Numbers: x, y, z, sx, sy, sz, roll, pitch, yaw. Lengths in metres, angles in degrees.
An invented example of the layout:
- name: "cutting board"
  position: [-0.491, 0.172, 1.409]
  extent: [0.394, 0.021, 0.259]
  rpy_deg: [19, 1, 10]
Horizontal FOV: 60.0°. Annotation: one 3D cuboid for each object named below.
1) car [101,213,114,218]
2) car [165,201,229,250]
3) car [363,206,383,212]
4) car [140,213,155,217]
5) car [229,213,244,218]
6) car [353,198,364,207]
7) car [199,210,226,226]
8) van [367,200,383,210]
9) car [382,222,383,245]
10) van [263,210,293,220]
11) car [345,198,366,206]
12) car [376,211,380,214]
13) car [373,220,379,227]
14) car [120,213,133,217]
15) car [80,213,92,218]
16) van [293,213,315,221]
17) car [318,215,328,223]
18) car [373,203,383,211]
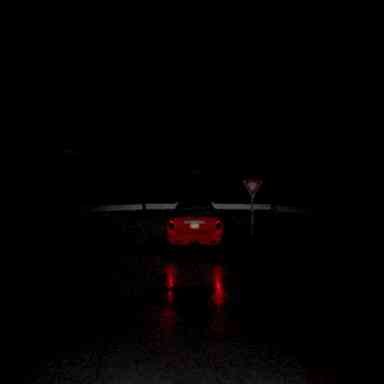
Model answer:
- name: "car"
  position: [-12.027, 3.719, 46.834]
  extent: [2.097, 1.535, 5.008]
  rpy_deg: [-1, 1, -18]
- name: "car"
  position: [0.099, 1.135, 13.360]
  extent: [2.097, 1.767, 4.553]
  rpy_deg: [0, 1, 0]
- name: "car"
  position: [26.399, 3.487, 45.660]
  extent: [2.435, 2.045, 5.566]
  rpy_deg: [-1, 1, -18]
- name: "car"
  position: [-6.100, 3.753, 46.627]
  extent: [2.163, 1.488, 4.792]
  rpy_deg: [0, 1, -18]
- name: "car"
  position: [5.721, 3.731, 46.284]
  extent: [2.231, 1.521, 4.892]
  rpy_deg: [-1, 1, -18]
- name: "car"
  position: [41.248, 2.694, 78.898]
  extent: [4.553, 1.767, 2.185]
  rpy_deg: [-1, 1, -17]
- name: "car"
  position: [2.748, 3.602, 46.403]
  extent: [2.185, 1.767, 4.553]
  rpy_deg: [0, 1, -18]
- name: "van"
  position: [40.824, 2.760, 72.863]
  extent: [4.442, 1.987, 1.878]
  rpy_deg: [-1, 2, -17]
- name: "car"
  position: [19.819, 3.953, 28.868]
  extent: [2.435, 2.045, 5.566]
  rpy_deg: [-1, 2, -18]
- name: "van"
  position: [11.589, 3.505, 46.208]
  extent: [1.878, 1.987, 4.442]
  rpy_deg: [-1, 1, -18]
- name: "car"
  position: [41.665, 2.531, 84.899]
  extent: [4.553, 1.767, 2.185]
  rpy_deg: [-1, 2, -17]
- name: "car"
  position: [23.482, 3.767, 45.717]
  extent: [2.163, 1.488, 4.792]
  rpy_deg: [0, 1, -18]
- name: "car"
  position: [16.762, 3.951, 29.004]
  extent: [2.435, 2.045, 5.566]
  rpy_deg: [-1, 3, -18]
- name: "car"
  position: [-9.139, 3.715, 46.915]
  extent: [1.946, 1.575, 5.366]
  rpy_deg: [-1, 1, -18]
- name: "car"
  position: [-15.054, 3.711, 47.099]
  extent: [1.946, 1.575, 5.366]
  rpy_deg: [-1, 1, -18]
- name: "van"
  position: [14.546, 3.507, 46.115]
  extent: [1.878, 1.987, 4.442]
  rpy_deg: [-1, 1, -18]
- name: "car"
  position: [17.558, 3.484, 45.890]
  extent: [2.435, 2.045, 5.566]
  rpy_deg: [0, 1, -18]
- name: "car"
  position: [40.763, 3.105, 69.913]
  extent: [4.674, 1.452, 2.002]
  rpy_deg: [-1, 1, -17]
